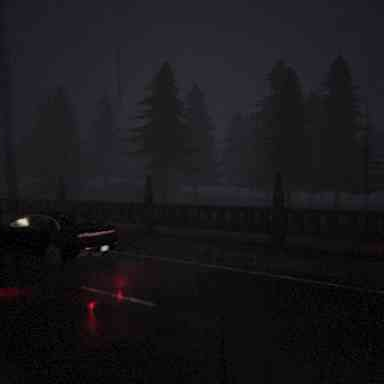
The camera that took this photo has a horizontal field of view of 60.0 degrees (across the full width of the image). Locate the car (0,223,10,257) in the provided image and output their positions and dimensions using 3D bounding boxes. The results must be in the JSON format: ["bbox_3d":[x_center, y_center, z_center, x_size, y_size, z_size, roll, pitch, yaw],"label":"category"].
[{"bbox_3d":[-7.193,1.418,8.275,5.357,1.411,2.033,1,1,29],"label":"car"}]

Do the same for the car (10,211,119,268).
[{"bbox_3d":[-4.585,1.363,10.713,4.902,1.511,2.128,1,1,30],"label":"car"}]
